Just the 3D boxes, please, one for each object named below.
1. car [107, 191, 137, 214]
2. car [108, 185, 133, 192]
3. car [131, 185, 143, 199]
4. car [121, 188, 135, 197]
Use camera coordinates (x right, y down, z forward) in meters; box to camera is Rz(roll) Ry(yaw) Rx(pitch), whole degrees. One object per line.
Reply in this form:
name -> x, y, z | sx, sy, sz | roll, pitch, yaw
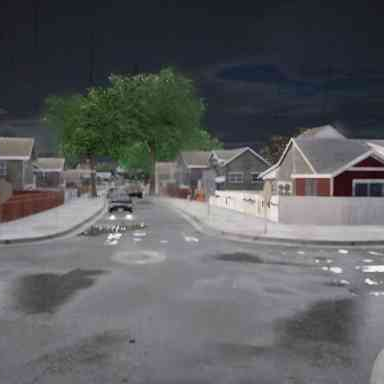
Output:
car -> -5.726, 0.907, 26.993 | 2.033, 1.411, 5.357 | 0, 1, -11
car -> -8.504, 0.418, 39.301 | 2.097, 1.767, 4.553 | -1, 2, -15
car -> -8.912, -0.007, 50.983 | 2.150, 2.045, 5.566 | -1, 2, -16
car -> -11.758, 0.027, 60.942 | 2.128, 1.511, 4.902 | -1, 1, -15
